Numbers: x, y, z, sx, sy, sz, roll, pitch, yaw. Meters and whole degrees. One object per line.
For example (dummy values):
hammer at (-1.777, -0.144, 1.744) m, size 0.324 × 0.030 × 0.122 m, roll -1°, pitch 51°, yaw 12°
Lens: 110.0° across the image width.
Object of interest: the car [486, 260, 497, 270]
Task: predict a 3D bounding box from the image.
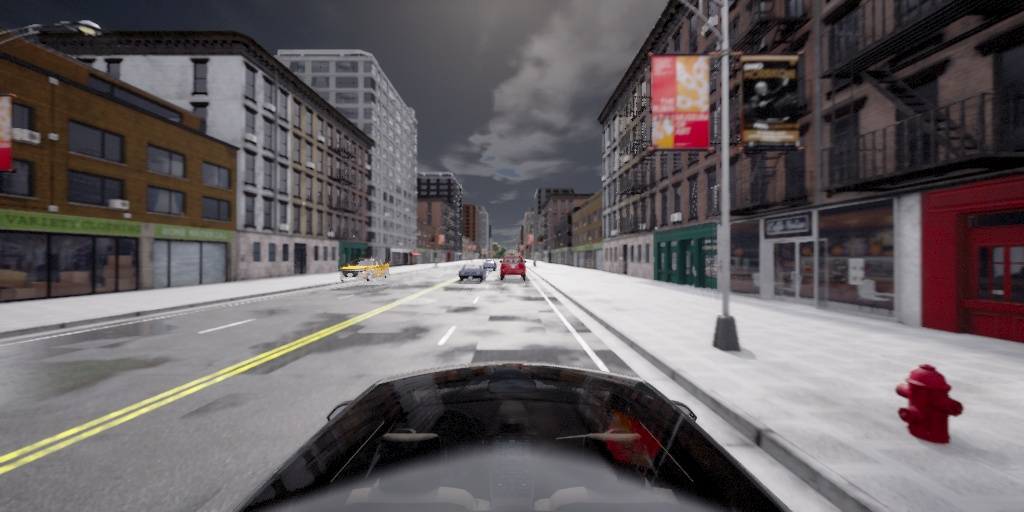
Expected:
car at (-3.159, 1.320, 51.441) m, size 2.033 × 1.411 × 5.357 m, roll 0°, pitch 0°, yaw 0°

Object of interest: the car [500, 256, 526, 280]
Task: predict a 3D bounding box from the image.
car at (0.095, 0.984, 31.660) m, size 2.150 × 2.045 × 5.566 m, roll 0°, pitch 0°, yaw 0°

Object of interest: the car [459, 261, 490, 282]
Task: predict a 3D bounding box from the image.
car at (-3.155, 1.361, 29.565) m, size 1.895 × 1.301 × 4.718 m, roll 0°, pitch 0°, yaw 0°

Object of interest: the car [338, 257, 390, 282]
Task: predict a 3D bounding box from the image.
car at (-9.754, 0.850, 24.026) m, size 1.882 × 1.535 × 5.008 m, roll 0°, pitch 0°, yaw 0°
